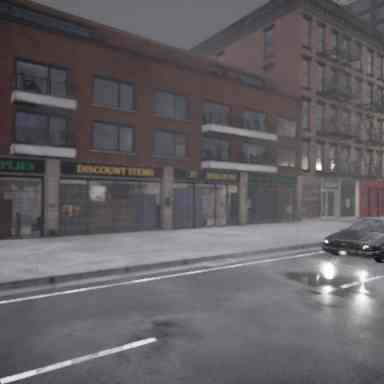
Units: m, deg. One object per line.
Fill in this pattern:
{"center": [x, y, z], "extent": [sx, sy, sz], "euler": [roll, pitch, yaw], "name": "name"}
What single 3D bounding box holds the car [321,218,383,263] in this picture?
{"center": [7.304, 1.718, 12.833], "extent": [5.357, 1.411, 2.033], "euler": [1, -1, -35], "name": "car"}
